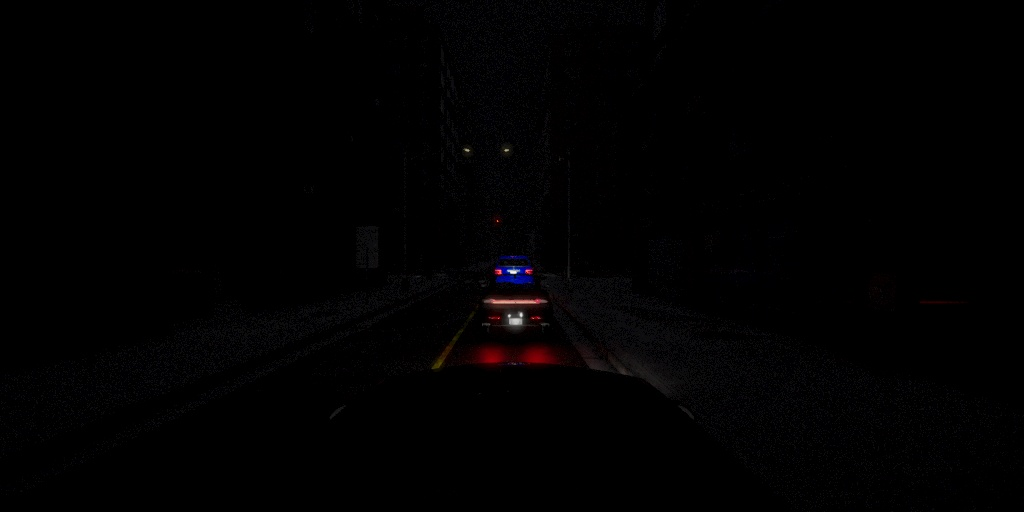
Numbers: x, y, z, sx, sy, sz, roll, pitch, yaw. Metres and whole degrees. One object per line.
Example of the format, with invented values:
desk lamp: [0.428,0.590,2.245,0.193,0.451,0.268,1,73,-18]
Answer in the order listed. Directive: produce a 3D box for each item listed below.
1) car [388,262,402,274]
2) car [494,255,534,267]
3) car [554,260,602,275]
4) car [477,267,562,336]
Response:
car: [-14.660,1.288,40.352,4.313,1.339,1.948,0,0,0]
car: [0.102,0.971,20.693,2.150,2.045,5.566,0,0,1]
car: [7.002,1.224,38.211,5.008,1.535,1.882,0,0,7]
car: [0.098,1.241,10.381,2.128,1.511,4.902,0,0,0]
